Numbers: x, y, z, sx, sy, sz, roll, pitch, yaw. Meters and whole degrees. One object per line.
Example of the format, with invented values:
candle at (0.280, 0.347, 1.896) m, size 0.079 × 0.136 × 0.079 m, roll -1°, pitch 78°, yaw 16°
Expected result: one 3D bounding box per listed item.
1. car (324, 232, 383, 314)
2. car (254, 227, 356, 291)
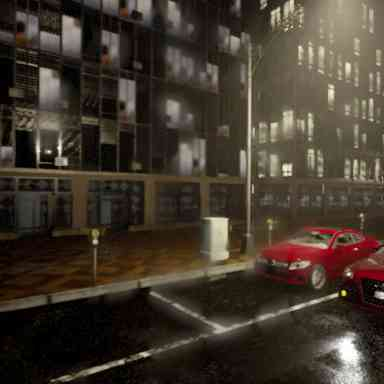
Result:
car at (4.900, 1.615, 6.873) m, size 4.181 × 1.385 × 1.994 m, roll 0°, pitch 0°, yaw -35°
car at (3.578, 1.634, 9.109) m, size 4.206 × 1.307 × 1.802 m, roll 0°, pitch 0°, yaw -36°
